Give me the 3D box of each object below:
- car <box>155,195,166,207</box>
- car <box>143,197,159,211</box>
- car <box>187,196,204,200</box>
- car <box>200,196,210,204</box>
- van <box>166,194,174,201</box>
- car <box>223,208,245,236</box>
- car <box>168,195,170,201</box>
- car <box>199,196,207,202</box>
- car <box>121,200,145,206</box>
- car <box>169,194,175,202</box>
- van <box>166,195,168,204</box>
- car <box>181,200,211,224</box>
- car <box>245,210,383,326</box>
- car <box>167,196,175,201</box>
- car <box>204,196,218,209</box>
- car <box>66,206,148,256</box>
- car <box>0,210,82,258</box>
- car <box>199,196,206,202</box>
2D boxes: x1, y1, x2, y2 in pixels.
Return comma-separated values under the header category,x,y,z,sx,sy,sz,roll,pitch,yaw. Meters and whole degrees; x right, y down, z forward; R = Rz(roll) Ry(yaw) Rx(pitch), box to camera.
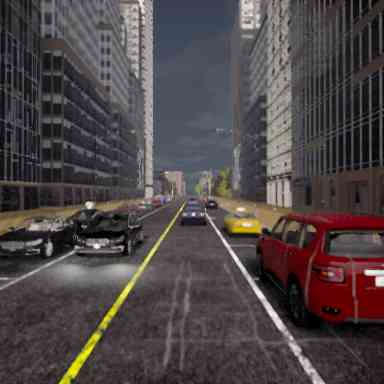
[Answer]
category,x,y,z,sx,sy,sz,roll,pitch,yaw
car,-5.681,1.665,52.567,1.887,1.381,4.507,0,0,0
car,-5.682,1.648,41.183,2.008,1.369,4.403,0,0,0
car,0.106,1.528,42.029,2.033,1.649,4.856,0,0,0
car,2.703,1.591,69.629,1.967,1.590,4.097,0,0,0
van,-5.675,1.520,86.721,1.690,1.788,3.998,0,0,0
car,2.696,1.573,18.570,1.752,1.417,4.829,0,0,0
car,-5.679,1.723,63.952,1.802,1.307,4.206,0,0,0
car,2.703,1.751,81.013,1.802,1.307,4.206,0,0,0
car,-5.683,1.656,29.797,1.802,1.307,4.206,0,0,0
car,-5.676,1.610,81.028,1.967,1.590,4.097,0,0,0
van,-5.679,1.472,58.261,1.690,1.788,3.998,0,0,0
car,0.104,1.611,25.274,2.033,1.411,5.357,0,0,0
car,2.696,1.334,7.018,2.192,1.841,5.009,0,0,0
car,-5.676,1.753,92.413,1.947,1.339,4.313,0,0,0
car,2.699,1.675,46.862,1.947,1.339,4.313,0,0,0
car,-3.099,1.540,13.271,1.837,1.490,4.892,0,0,0
car,-5.685,1.585,12.722,2.008,1.369,4.403,0,0,0
car,2.704,1.704,86.875,1.752,1.417,4.829,0,0,0
